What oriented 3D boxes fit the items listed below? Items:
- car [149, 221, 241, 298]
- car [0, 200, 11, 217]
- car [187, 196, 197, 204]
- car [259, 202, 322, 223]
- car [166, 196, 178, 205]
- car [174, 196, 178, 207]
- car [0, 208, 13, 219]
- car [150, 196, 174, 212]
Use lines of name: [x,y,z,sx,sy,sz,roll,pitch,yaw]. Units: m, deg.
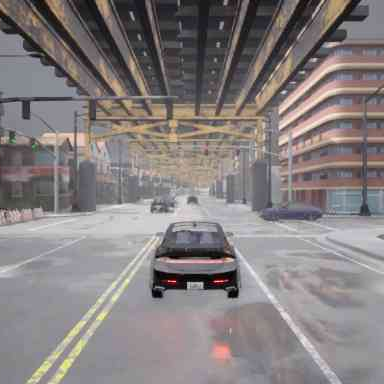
car: [0.071,1.492,8.480,2.128,1.511,4.902,0,0,0]
car: [-16.817,1.295,25.937,4.536,1.218,1.853,0,0,-20]
car: [0.083,1.472,62.868,1.837,1.490,4.892,0,0,0]
car: [7.435,1.525,25.162,4.674,1.442,1.812,0,0,-4]
car: [-3.588,1.504,60.314,1.812,1.442,4.674,0,0,0]
car: [-3.604,1.354,48.125,2.097,1.767,4.553,0,0,0]
car: [-16.769,1.453,25.955,4.974,1.542,2.038,0,0,-20]
car: [-3.607,1.491,37.948,2.128,1.511,4.902,0,0,0]
